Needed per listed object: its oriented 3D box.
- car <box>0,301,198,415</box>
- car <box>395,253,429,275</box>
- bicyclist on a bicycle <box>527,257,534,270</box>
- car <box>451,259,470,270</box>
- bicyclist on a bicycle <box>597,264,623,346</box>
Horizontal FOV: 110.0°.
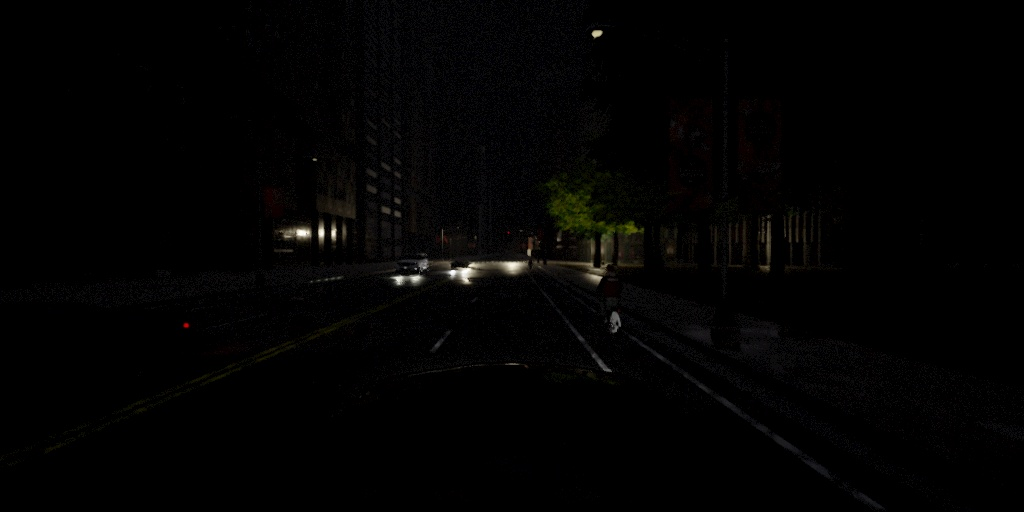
[{"bbox_3d":[-6.601,1.280,4.048,2.033,1.411,5.357,0,0,0],"label":"car"},{"bbox_3d":[-9.852,0.729,35.867,2.150,2.045,5.566,0,0,0],"label":"car"},{"bbox_3d":[2.246,0.892,44.079,0.866,1.612,1.509,0,0,0],"label":"bicyclist on a bicycle"},{"bbox_3d":[-6.593,1.047,45.705,1.895,1.301,4.718,0,0,0],"label":"car"},{"bbox_3d":[2.249,1.072,8.384,0.659,1.776,1.843,0,1,0],"label":"bicyclist on a bicycle"}]
